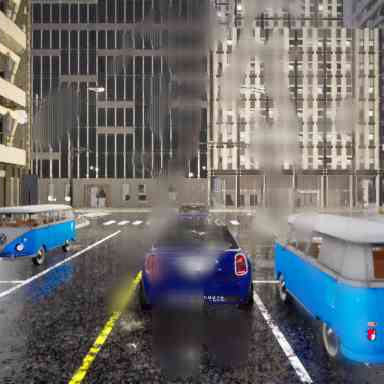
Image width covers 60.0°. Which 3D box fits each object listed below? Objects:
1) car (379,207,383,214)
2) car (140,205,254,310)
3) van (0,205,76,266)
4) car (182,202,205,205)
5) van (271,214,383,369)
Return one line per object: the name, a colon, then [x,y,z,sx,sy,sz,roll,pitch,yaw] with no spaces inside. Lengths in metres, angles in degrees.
car: [18.979,1.491,29.029,4.829,1.417,1.752,0,0,0]
car: [0.083,1.355,7.978,2.097,1.767,4.553,0,0,0]
van: [-5.336,1.346,11.272,1.690,1.788,3.998,0,0,0]
car: [0.084,1.360,18.004,2.097,1.767,4.553,0,0,0]
van: [2.558,1.343,5.605,1.690,1.788,3.998,0,0,0]
